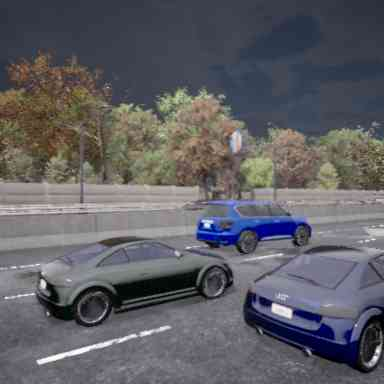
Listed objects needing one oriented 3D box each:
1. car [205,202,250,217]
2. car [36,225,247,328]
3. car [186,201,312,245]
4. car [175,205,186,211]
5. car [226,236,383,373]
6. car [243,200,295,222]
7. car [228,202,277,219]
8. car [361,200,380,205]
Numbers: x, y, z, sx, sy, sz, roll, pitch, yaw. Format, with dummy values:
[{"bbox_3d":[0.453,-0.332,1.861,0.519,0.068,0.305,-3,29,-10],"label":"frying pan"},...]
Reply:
[{"bbox_3d":[3.991,1.930,36.919,4.892,1.490,1.837,0,-1,-35],"label":"car"},{"bbox_3d":[-1.087,1.658,7.261,4.181,1.385,1.994,0,-1,-36],"label":"car"},{"bbox_3d":[2.767,1.383,14.315,5.566,2.045,2.150,0,-1,-36],"label":"car"},{"bbox_3d":[0.329,1.964,38.606,4.892,1.490,1.837,0,-1,-35],"label":"car"},{"bbox_3d":[2.881,1.624,5.792,4.181,1.385,1.994,0,-1,-36],"label":"car"},{"bbox_3d":[7.095,1.689,30.540,4.553,1.767,2.097,0,-1,-35],"label":"car"},{"bbox_3d":[6.262,1.876,34.241,4.902,1.511,2.128,0,-1,-35],"label":"car"},{"bbox_3d":[33.355,2.184,62.054,4.181,1.385,1.994,0,-1,-36],"label":"car"}]
